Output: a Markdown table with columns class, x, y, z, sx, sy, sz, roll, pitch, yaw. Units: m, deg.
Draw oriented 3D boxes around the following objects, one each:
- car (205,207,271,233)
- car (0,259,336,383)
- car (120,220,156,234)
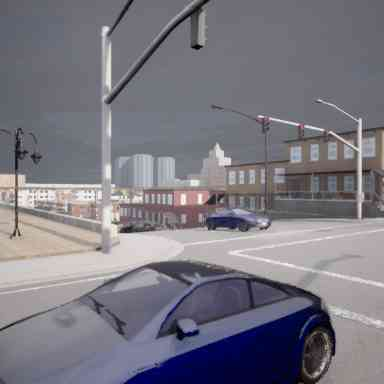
| class | x | y | z | sx | sy | sz | roll | pitch | yaw |
| --- | --- | --- | --- | --- | --- | --- | --- | --- | --- |
| car | 2.665 | 1.663 | 20.500 | 1.812 | 1.442 | 4.674 | 1 | -4 | -36 |
| car | -0.219 | 1.564 | 3.828 | 4.181 | 1.385 | 1.994 | 0 | 0 | -36 |
| car | -5.123 | 3.286 | 31.089 | 1.994 | 1.385 | 4.181 | 0 | -11 | -36 |
